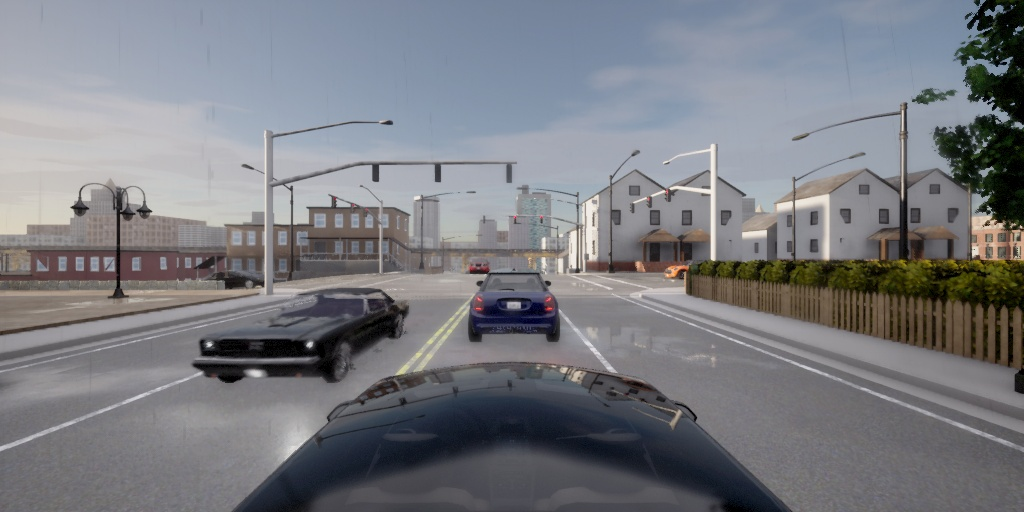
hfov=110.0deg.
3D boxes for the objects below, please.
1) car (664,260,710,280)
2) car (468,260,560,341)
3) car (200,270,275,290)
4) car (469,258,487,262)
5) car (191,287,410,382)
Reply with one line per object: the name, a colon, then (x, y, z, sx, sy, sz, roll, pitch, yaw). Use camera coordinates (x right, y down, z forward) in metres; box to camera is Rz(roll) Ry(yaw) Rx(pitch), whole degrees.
car: (15.717, 1.102, 31.105, 4.553, 1.767, 2.097, 0, 0, -1)
car: (0.054, 1.102, 10.009, 2.097, 1.767, 4.553, 0, 0, 0)
car: (-20.511, 1.789, 26.815, 4.892, 1.490, 1.837, -5, 0, -1)
car: (-3.677, 1.276, 41.257, 2.150, 2.045, 5.566, 0, -7, -1)
car: (-3.613, 1.351, 7.260, 1.895, 1.301, 4.718, 0, 0, 0)
